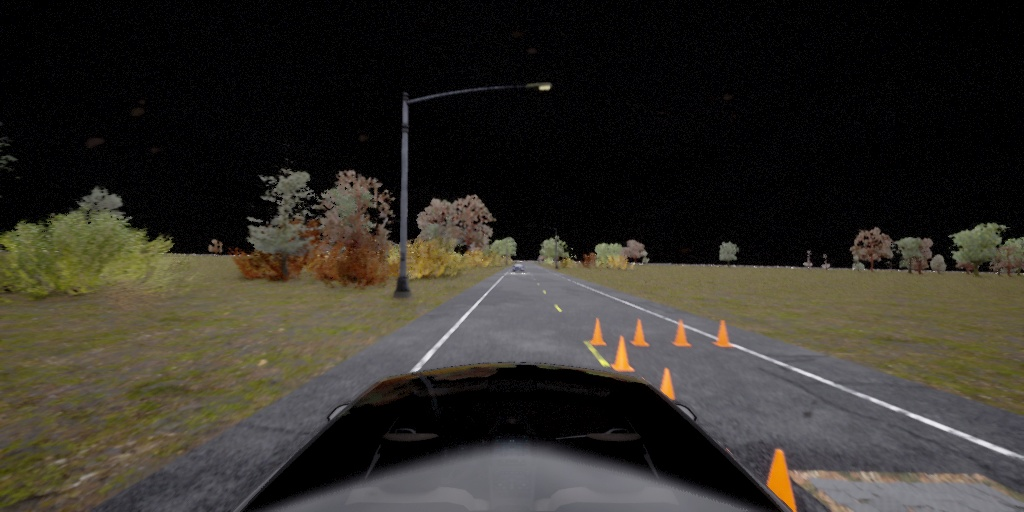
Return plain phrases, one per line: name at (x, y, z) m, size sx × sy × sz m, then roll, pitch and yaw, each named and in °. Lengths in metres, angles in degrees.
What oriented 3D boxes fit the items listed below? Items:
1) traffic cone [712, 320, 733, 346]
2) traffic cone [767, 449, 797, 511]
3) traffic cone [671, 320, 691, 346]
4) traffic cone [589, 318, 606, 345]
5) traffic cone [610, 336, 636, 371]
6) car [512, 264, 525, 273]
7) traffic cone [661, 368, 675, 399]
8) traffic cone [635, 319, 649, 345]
traffic cone at (5.066, 1.843, 8.621) m, size 0.340 × 0.580 × 0.340 m, roll 0°, pitch 0°, yaw 1°
traffic cone at (1.985, 1.740, 2.662) m, size 0.340 × 0.580 × 0.340 m, roll 0°, pitch 0°, yaw 1°
traffic cone at (4.066, 1.831, 8.635) m, size 0.340 × 0.580 × 0.340 m, roll 0°, pitch 0°, yaw 1°
traffic cone at (2.067, 1.808, 8.662) m, size 0.340 × 0.580 × 0.340 m, roll 0°, pitch 0°, yaw 1°
traffic cone at (2.040, 1.785, 6.662) m, size 0.340 × 0.580 × 0.340 m, roll 0°, pitch 0°, yaw 1°
car at (1.009, 1.906, 55.729) m, size 1.812 × 1.442 × 4.674 m, roll 1°, pitch -1°, yaw 1°
traffic cone at (2.013, 1.762, 4.663) m, size 0.340 × 0.580 × 0.340 m, roll 0°, pitch 0°, yaw 1°
traffic cone at (3.067, 1.820, 8.649) m, size 0.340 × 0.580 × 0.340 m, roll 0°, pitch 0°, yaw 1°
